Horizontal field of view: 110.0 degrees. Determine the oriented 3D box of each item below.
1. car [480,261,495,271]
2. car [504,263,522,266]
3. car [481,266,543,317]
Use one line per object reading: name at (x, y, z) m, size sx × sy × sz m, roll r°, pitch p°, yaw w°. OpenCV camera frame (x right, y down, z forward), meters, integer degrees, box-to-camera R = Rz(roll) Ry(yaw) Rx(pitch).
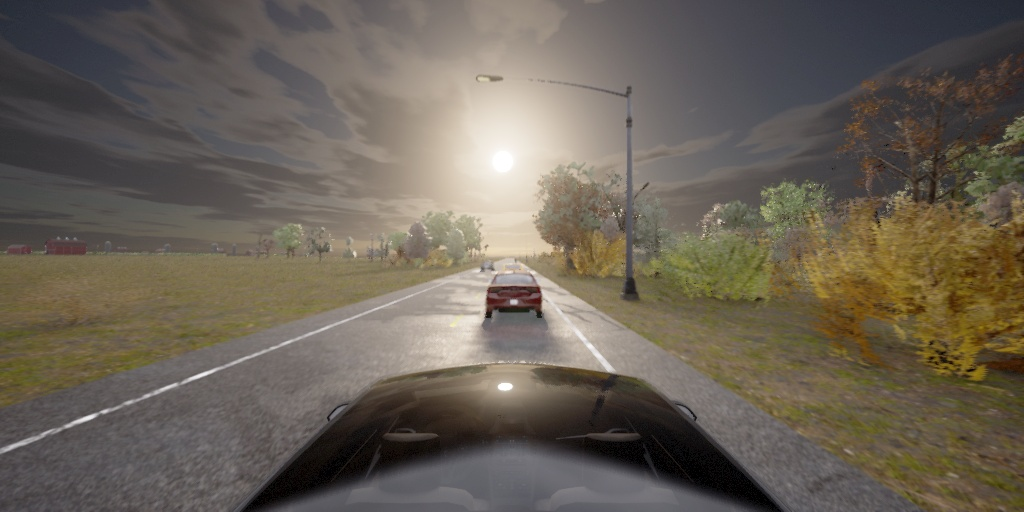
car at (-3.564, 1.444, 52.598) m, size 2.128 × 1.511 × 4.902 m, roll 0°, pitch 0°, yaw 0°
car at (0.080, 1.340, 29.135) m, size 1.882 × 1.535 × 5.008 m, roll 0°, pitch 0°, yaw 0°
car at (0.076, 1.277, 13.415) m, size 1.882 × 1.535 × 5.008 m, roll 0°, pitch -1°, yaw 0°
